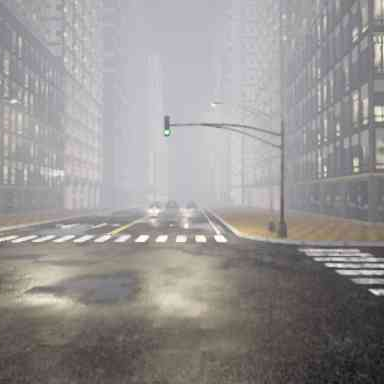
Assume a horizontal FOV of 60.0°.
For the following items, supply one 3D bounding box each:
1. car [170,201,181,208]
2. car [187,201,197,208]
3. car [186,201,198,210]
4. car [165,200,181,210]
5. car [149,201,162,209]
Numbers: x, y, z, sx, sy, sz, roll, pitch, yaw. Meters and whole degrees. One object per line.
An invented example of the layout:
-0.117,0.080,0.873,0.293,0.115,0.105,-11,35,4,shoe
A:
-3.245,2.528,65.694,1.895,1.301,4.718,0,-1,0,car
0.005,2.498,66.082,1.994,1.385,4.181,0,-1,0,car
0.005,2.376,56.110,1.895,1.301,4.718,0,-1,0,car
-3.246,2.120,55.638,2.097,1.767,4.553,0,-1,0,car
-6.495,2.325,59.834,2.128,1.511,4.902,0,-1,0,car
